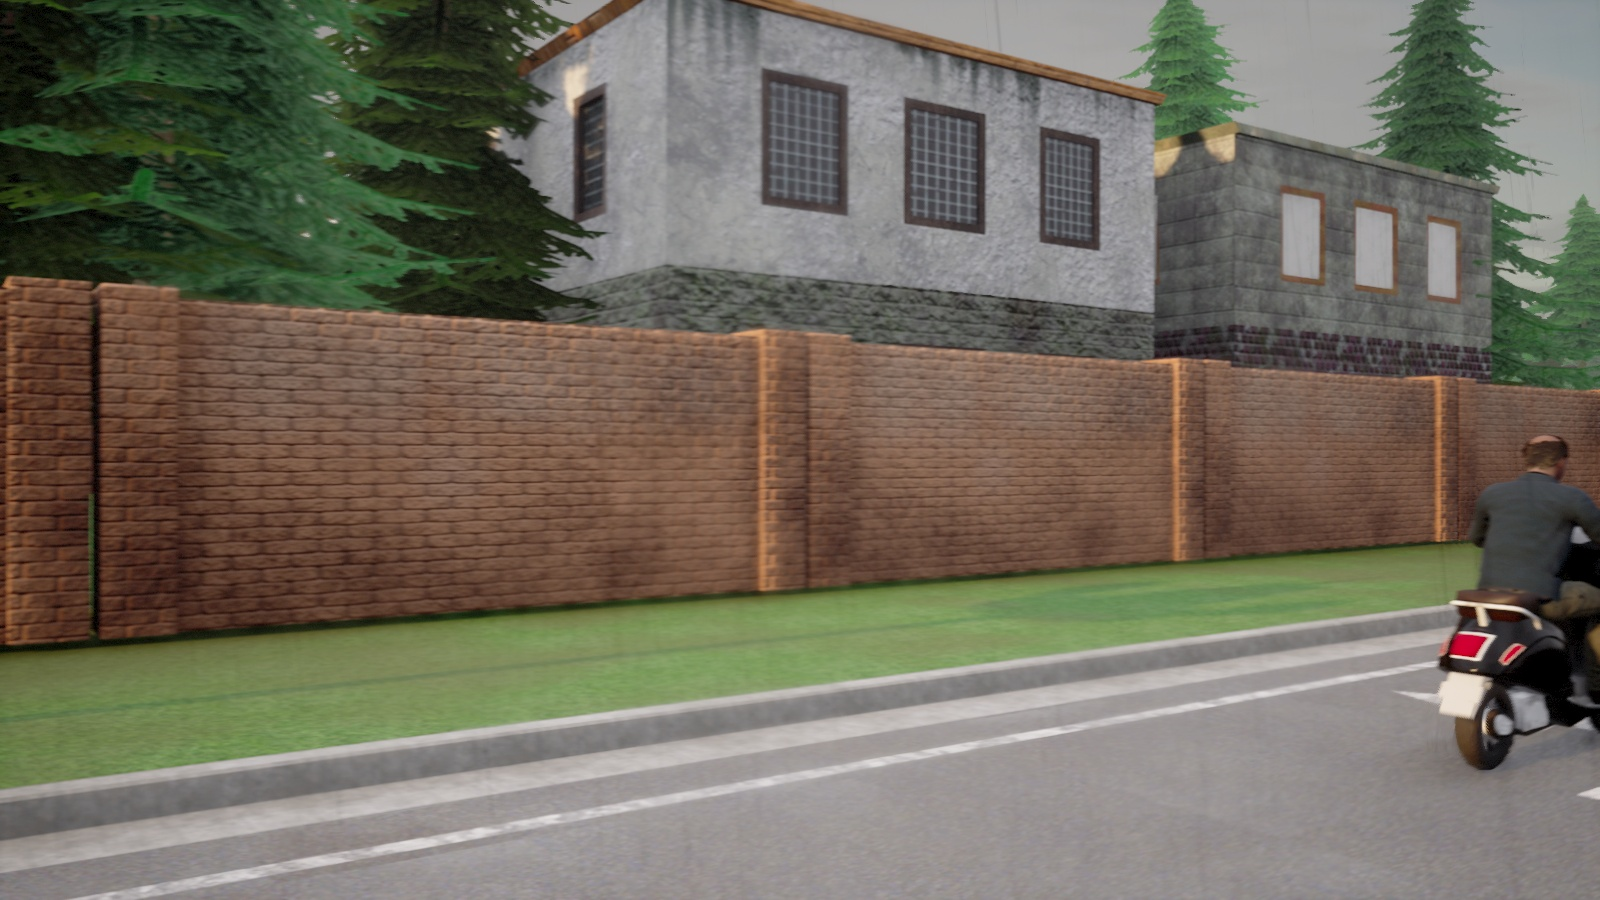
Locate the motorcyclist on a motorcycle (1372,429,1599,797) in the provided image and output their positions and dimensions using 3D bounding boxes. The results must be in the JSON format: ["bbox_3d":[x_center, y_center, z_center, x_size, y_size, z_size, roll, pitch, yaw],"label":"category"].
[{"bbox_3d":[3.792,0.706,6.299,1.817,1.590,0.866,0,0,-35],"label":"motorcyclist on a motorcycle"}]
